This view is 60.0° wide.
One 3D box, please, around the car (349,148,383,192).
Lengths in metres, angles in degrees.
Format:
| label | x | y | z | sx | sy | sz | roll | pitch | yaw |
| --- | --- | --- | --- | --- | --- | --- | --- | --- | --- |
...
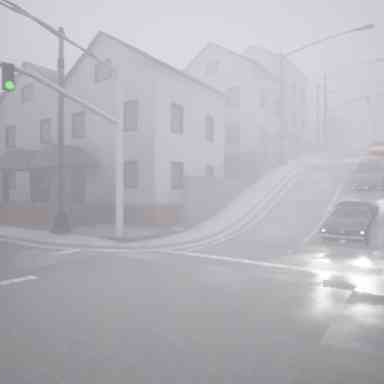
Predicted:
| label | x | y | z | sx | sy | sz | roll | pitch | yaw |
| --- | --- | --- | --- | --- | --- | --- | --- | --- | --- |
| car | 11.338 | -1.283 | 21.152 | 1.837 | 1.490 | 4.892 | 0 | 20 | 34 |

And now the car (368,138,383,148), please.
| label | x | y | z | sx | sy | sz | roll | pitch | yaw |
| --- | --- | --- | --- | --- | --- | --- | --- | --- | --- |
| car | 16.128 | -3.752 | 28.083 | 1.882 | 1.535 | 5.008 | 0 | 13 | 35 |

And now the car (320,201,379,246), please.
| label | x | y | z | sx | sy | sz | roll | pitch | yaw |
| --- | --- | --- | --- | --- | --- | --- | --- | --- | --- |
| car | 7.253 | 1.244 | 15.183 | 1.895 | 1.301 | 4.718 | 0 | 12 | 34 |
